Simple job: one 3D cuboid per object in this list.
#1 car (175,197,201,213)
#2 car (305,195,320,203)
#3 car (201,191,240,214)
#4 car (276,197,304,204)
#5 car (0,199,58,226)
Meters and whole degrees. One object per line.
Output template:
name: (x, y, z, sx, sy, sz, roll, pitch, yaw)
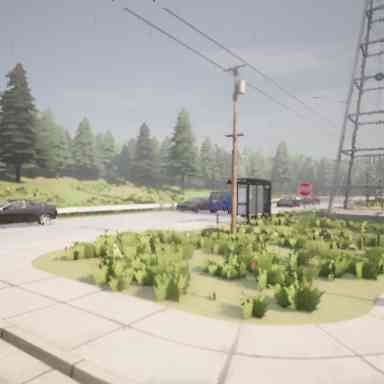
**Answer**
car: (0.648, 1.214, 32.585, 2.033, 1.411, 5.357, 1, 1, 36)
car: (18.251, 1.258, 51.018, 1.812, 1.442, 4.674, 1, 1, 36)
car: (3.515, 0.953, 30.444, 2.150, 2.045, 5.566, 1, 1, 36)
car: (12.495, 1.296, 42.942, 1.994, 1.385, 4.181, 1, 1, 36)
car: (-9.824, 1.156, 18.213, 2.128, 1.511, 4.902, 1, 1, 36)
